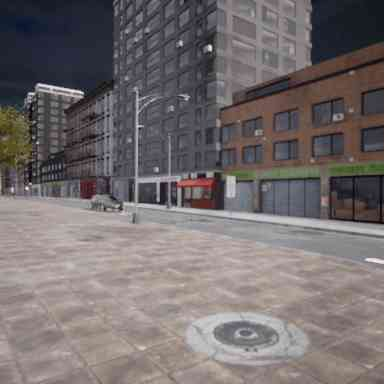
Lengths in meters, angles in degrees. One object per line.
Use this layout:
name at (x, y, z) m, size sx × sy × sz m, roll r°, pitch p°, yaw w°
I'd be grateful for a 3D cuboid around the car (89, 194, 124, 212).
car at (-7.829, 0.988, 30.161) m, size 1.837 × 1.490 × 4.892 m, roll 1°, pitch 1°, yaw -36°
